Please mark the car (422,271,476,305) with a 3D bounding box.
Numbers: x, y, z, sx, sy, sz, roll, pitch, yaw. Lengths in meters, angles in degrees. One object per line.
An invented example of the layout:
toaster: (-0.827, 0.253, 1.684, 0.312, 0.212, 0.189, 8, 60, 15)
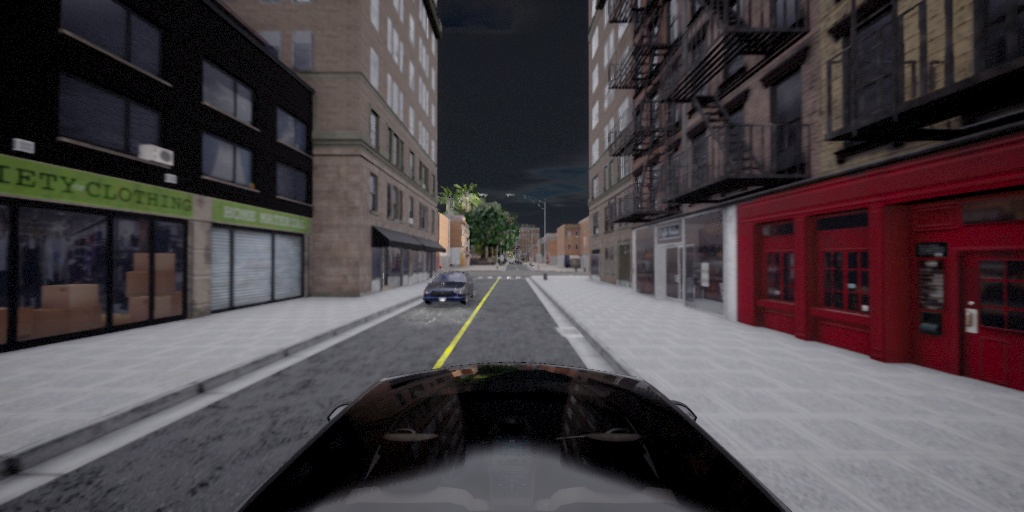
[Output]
car: (-2.848, 1.444, 17.365, 2.033, 1.411, 5.357, 0, -1, 0)
